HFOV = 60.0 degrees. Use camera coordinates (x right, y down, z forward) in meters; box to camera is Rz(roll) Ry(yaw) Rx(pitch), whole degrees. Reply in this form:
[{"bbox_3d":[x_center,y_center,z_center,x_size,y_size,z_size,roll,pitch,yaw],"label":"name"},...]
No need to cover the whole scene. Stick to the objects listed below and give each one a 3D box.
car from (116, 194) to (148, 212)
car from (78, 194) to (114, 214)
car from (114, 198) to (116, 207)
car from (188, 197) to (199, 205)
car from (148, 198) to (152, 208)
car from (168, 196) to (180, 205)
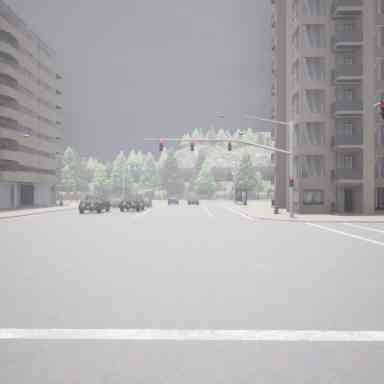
[{"bbox_3d":[-7.005,1.221,39.457,2.150,2.045,5.566,0,0,0],"label":"car"},{"bbox_3d":[-10.514,1.221,36.253,2.150,2.045,5.566,0,0,0],"label":"car"},{"bbox_3d":[-10.484,1.526,46.051,1.812,1.442,4.674,0,0,0],"label":"car"},{"bbox_3d":[0.233,1.564,58.360,1.994,1.385,4.181,0,0,0],"label":"car"},{"bbox_3d":[-6.969,1.526,48.986,1.812,1.442,4.674,0,0,0],"label":"car"},{"bbox_3d":[-3.363,1.526,60.018,1.812,1.442,4.674,0,0,0],"label":"car"}]
